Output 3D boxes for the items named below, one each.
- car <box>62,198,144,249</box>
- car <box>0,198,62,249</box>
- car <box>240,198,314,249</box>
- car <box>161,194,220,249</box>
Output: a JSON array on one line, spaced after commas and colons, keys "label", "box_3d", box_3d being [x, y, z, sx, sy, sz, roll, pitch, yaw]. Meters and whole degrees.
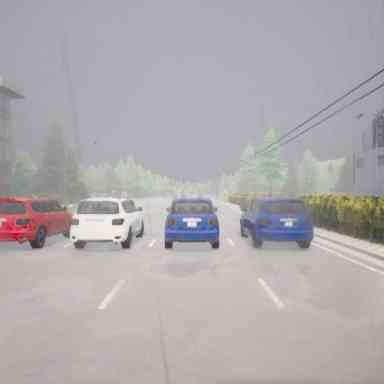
[{"label": "car", "box_3d": [-3.500, 1.255, 14.680, 2.150, 2.045, 5.566, 0, 0, 0]}, {"label": "car", "box_3d": [-7.000, 1.255, 14.680, 2.150, 2.045, 5.566, 0, 0, 0]}, {"label": "car", "box_3d": [3.500, 1.255, 14.680, 2.150, 2.045, 5.566, 0, 0, 0]}, {"label": "car", "box_3d": [0.000, 1.255, 14.680, 2.150, 2.045, 5.566, 0, 0, 0]}]
